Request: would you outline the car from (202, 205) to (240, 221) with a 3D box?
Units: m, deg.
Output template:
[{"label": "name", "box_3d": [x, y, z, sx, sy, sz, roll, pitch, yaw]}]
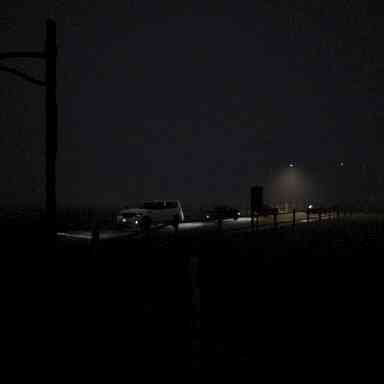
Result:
[{"label": "car", "box_3d": [2.902, 2.067, 32.525, 2.128, 1.511, 4.902, 0, -1, 36]}]

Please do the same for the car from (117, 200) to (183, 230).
[{"label": "car", "box_3d": [-2.917, 1.608, 24.590, 2.150, 2.045, 5.566, 0, -1, 36]}]

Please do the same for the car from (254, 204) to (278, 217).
[{"label": "car", "box_3d": [8.936, 2.265, 40.752, 2.128, 1.511, 4.902, 0, -1, 36]}]

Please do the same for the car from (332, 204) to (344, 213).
[{"label": "car", "box_3d": [23.361, 2.670, 54.192, 1.812, 1.442, 4.674, 0, -1, 37]}]

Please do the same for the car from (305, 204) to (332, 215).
[{"label": "car", "box_3d": [17.166, 2.483, 45.761, 2.033, 1.411, 5.357, 0, -1, 36]}]
